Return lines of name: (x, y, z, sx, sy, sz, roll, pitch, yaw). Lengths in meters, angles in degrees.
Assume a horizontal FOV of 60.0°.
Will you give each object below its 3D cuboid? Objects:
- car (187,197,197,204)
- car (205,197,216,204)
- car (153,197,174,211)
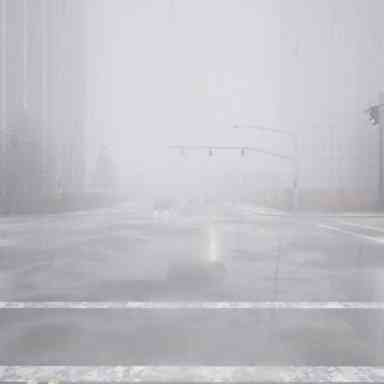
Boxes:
car: (0.030, 1.564, 64.985, 1.994, 1.385, 4.181, 0, 0, 0)
car: (3.530, 1.601, 65.014, 1.895, 1.301, 4.718, 0, 0, 0)
car: (-3.580, 1.564, 40.787, 1.994, 1.385, 4.181, 0, 0, 0)
